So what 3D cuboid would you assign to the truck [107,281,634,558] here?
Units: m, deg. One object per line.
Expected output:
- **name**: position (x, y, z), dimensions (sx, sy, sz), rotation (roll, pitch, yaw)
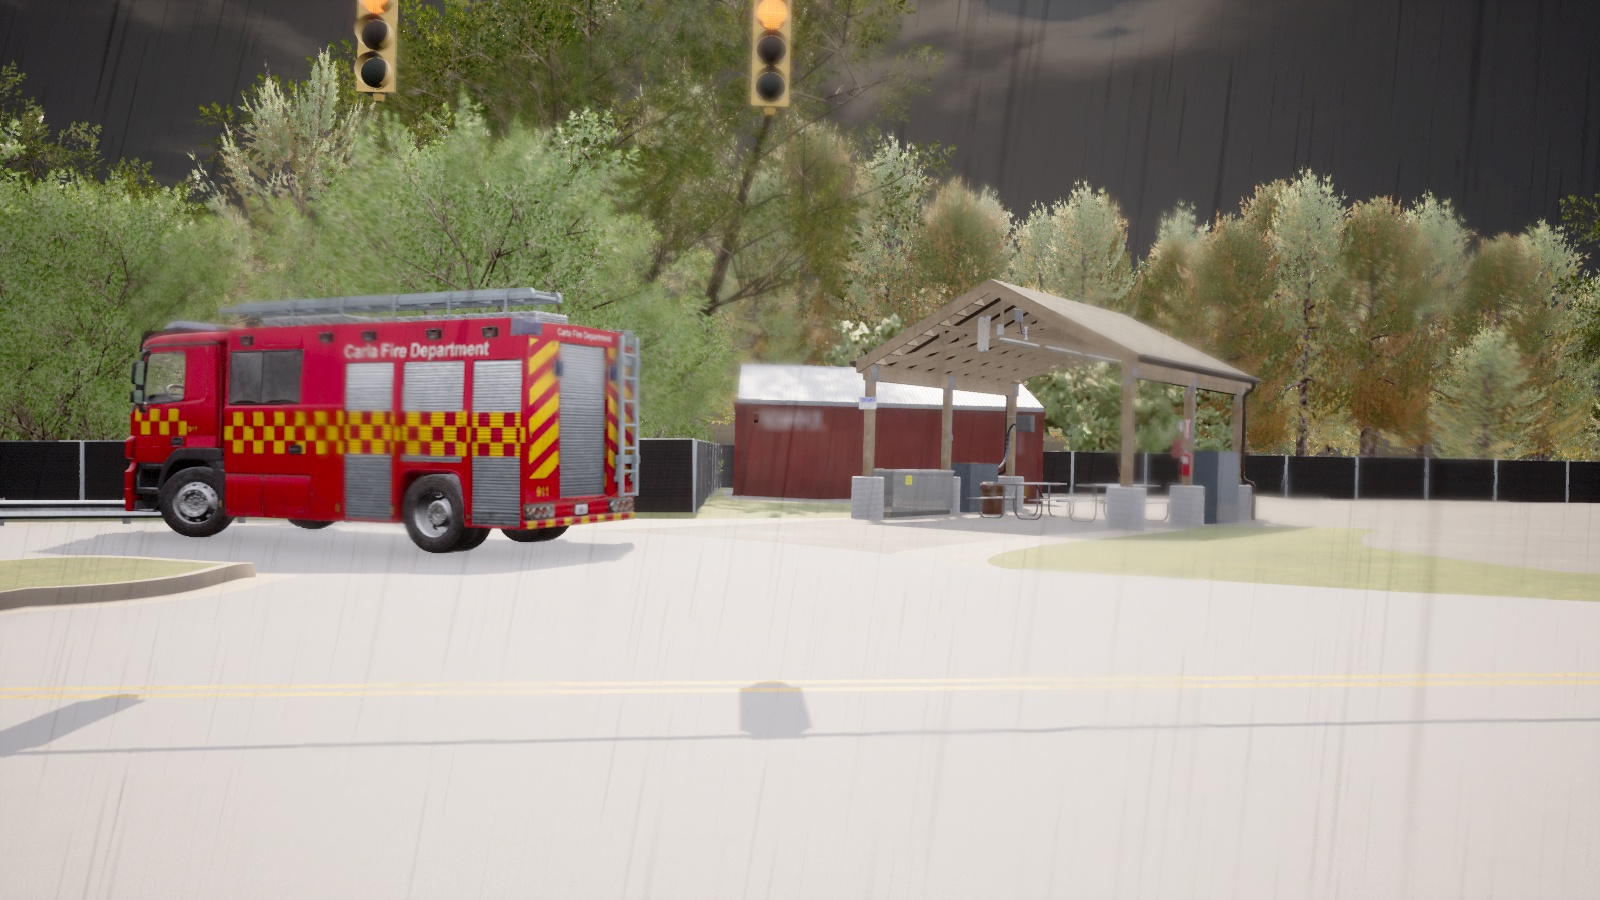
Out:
- **truck**: position (-7.099, -0.477, 20.464), dimensions (8.468, 3.827, 2.891), rotation (1, 1, 25)
